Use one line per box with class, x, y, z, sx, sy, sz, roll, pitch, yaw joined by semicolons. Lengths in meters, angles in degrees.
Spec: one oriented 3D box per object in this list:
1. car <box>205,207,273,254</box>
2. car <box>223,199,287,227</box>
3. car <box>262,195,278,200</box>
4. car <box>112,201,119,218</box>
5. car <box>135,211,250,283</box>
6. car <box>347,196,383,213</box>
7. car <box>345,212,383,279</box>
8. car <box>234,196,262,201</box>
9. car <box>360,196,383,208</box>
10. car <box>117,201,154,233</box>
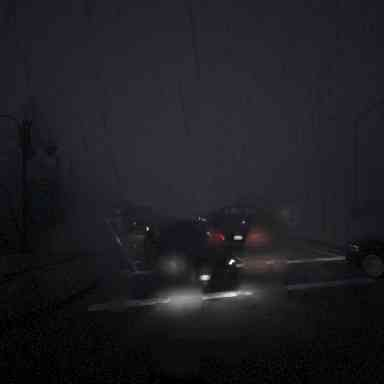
car;1.354;1.538;13.386;2.033;1.411;5.357;0;0;-4
car;2.858;1.466;19.891;5.357;1.411;2.033;-3;1;-15
car;10.402;1.278;47.086;2.152;1.636;5.027;0;0;-17
car;-6.233;1.515;30.094;2.033;1.411;5.357;0;0;-17
car;-0.371;1.543;10.098;2.033;1.411;5.357;0;0;-15
car;15.622;1.356;29.164;1.970;1.475;3.806;0;0;-17
car;6.524;1.475;8.222;5.008;1.535;1.882;0;0;40
car;7.412;1.288;46.134;2.007;1.523;4.514;0;0;-17
car;23.953;1.274;43.138;1.845;1.501;3.633;0;0;-17
car;-3.089;1.529;19.937;2.033;1.411;5.357;0;0;-17
